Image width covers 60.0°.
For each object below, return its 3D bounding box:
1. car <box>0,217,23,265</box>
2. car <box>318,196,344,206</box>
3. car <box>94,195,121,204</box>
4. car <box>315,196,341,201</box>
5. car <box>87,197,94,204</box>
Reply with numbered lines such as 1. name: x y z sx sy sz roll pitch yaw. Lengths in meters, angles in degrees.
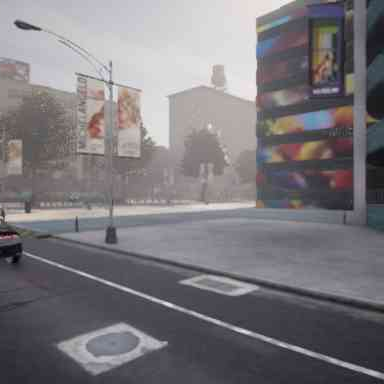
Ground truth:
1. car: -7.050 1.477 10.647 4.902 1.511 2.128 0 0 45
2. car: 22.371 1.385 53.407 2.161 1.482 4.786 0 0 44
3. car: -14.572 1.289 59.687 2.097 1.767 4.553 0 0 45
4. car: 16.840 1.297 41.781 2.002 1.452 4.674 0 0 44
5. car: -17.393 1.285 61.775 2.097 1.767 4.553 0 0 45
